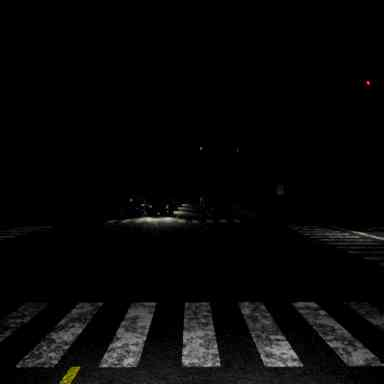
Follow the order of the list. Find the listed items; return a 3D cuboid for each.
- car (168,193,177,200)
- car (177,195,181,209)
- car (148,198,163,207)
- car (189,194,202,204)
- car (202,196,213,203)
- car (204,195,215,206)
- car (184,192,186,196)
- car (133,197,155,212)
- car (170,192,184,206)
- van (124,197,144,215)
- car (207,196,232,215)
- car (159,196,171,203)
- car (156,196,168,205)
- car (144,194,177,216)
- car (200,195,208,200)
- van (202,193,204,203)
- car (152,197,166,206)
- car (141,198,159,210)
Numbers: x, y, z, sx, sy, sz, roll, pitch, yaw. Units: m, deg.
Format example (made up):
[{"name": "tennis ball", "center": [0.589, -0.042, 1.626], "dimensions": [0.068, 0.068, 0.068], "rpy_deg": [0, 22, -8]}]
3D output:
[{"name": "car", "center": [-5.280, 1.307, 90.022], "dimensions": [2.192, 1.841, 5.009], "rpy_deg": [0, 0, 0]}, {"name": "car", "center": [-2.831, 1.481, 41.976], "dimensions": [1.882, 1.535, 5.008], "rpy_deg": [0, 0, 1]}, {"name": "car", "center": [-5.537, 1.585, 50.345], "dimensions": [1.802, 1.307, 4.206], "rpy_deg": [0, 0, 0]}, {"name": "car", "center": [0.478, 1.528, 61.093], "dimensions": [1.812, 1.442, 4.674], "rpy_deg": [0, 0, 0]}, {"name": "car", "center": [3.099, 1.551, 67.302], "dimensions": [2.008, 1.369, 4.403], "rpy_deg": [0, 0, 0]}, {"name": "car", "center": [2.952, 1.443, 44.625], "dimensions": [1.967, 1.590, 4.097], "rpy_deg": [0, 0, 0]}, {"name": "car", "center": [-2.653, 1.354, 62.328], "dimensions": [2.097, 1.767, 4.553], "rpy_deg": [0, 0, 1]}, {"name": "car", "center": [-5.610, 1.443, 39.008], "dimensions": [1.967, 1.590, 4.097], "rpy_deg": [0, 0, 0]}, {"name": "car", "center": [-2.760, 1.225, 52.103], "dimensions": [2.150, 2.045, 5.566], "rpy_deg": [0, 0, 1]}, {"name": "van", "center": [-5.647, 1.343, 33.340], "dimensions": [1.690, 1.788, 3.998], "rpy_deg": [0, 0, 0]}, {"name": "car", "center": [2.879, 1.442, 33.287], "dimensions": [1.967, 1.590, 4.097], "rpy_deg": [0, 0, 0]}, {"name": "car", "center": [-5.426, 1.567, 67.349], "dimensions": [1.947, 1.339, 4.313], "rpy_deg": [0, 0, 0]}, {"name": "car", "center": [-5.464, 1.527, 61.511], "dimensions": [1.752, 1.417, 4.829], "rpy_deg": [0, 0, 0]}, {"name": "car", "center": [-2.937, 1.354, 32.038], "dimensions": [2.097, 1.767, 4.553], "rpy_deg": [0, 0, 2]}, {"name": "car", "center": [3.246, 1.558, 89.979], "dimensions": [1.947, 1.339, 4.313], "rpy_deg": [0, 0, 0]}, {"name": "van", "center": [3.025, 1.344, 55.963], "dimensions": [1.690, 1.788, 3.998], "rpy_deg": [0, 0, 0]}, {"name": "car", "center": [-5.500, 1.569, 56.013], "dimensions": [1.947, 1.339, 4.313], "rpy_deg": [0, 0, 0]}, {"name": "car", "center": [-5.573, 1.569, 44.677], "dimensions": [1.947, 1.339, 4.313], "rpy_deg": [0, 0, 0]}]
